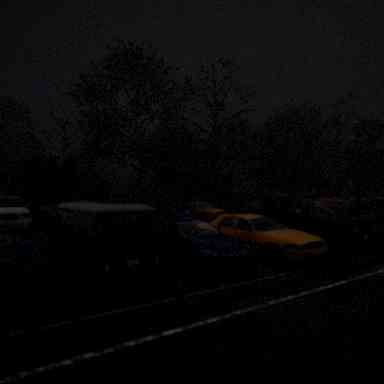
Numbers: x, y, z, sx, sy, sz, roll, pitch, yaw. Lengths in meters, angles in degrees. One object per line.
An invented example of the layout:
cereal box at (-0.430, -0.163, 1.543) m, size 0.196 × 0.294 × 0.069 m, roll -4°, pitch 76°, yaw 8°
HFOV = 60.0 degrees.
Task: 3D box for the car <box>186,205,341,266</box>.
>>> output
car at (2.203, 1.468, 11.946) m, size 1.946 × 1.575 × 5.366 m, roll 0°, pitch 0°, yaw -36°

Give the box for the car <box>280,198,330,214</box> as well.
car at (11.862, 1.442, 35.160) m, size 2.002 × 1.452 × 4.674 m, roll 0°, pitch 0°, yaw -36°

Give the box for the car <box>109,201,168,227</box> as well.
car at (-3.945, 1.466, 23.865) m, size 2.231 × 1.521 × 4.892 m, roll 0°, pitch 0°, yaw -36°

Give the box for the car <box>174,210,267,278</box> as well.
car at (-0.186, 1.520, 10.468) m, size 2.002 × 1.452 × 4.674 m, roll 0°, pitch 0°, yaw -36°

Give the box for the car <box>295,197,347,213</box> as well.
car at (14.121, 1.393, 36.775) m, size 2.097 × 1.535 × 5.008 m, roll 0°, pitch 0°, yaw -36°

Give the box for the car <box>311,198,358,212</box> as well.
car at (16.377, 1.425, 38.392) m, size 2.002 × 1.452 × 4.674 m, roll 0°, pitch 0°, yaw -36°

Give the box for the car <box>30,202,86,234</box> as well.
car at (-8.460, 1.483, 20.634) m, size 2.097 × 1.535 × 5.008 m, roll 0°, pitch 0°, yaw -36°

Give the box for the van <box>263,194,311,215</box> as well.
van at (9.534, 1.185, 33.643) m, size 1.878 × 1.987 × 4.442 m, roll 0°, pitch 0°, yaw -36°

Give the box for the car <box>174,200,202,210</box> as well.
car at (-1.701, 1.485, 25.498) m, size 2.163 × 1.488 × 4.792 m, roll 0°, pitch 0°, yaw -36°

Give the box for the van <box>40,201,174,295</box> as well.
van at (-2.533, 1.263, 8.930) m, size 1.878 × 1.987 × 4.442 m, roll 0°, pitch 0°, yaw -36°

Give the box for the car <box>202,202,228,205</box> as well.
car at (0.681, 1.444, 26.938) m, size 1.946 × 1.575 × 5.366 m, roll 0°, pitch 0°, yaw -36°

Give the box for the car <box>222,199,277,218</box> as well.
car at (5.106, 1.458, 30.296) m, size 2.163 × 1.488 × 4.792 m, roll 0°, pitch 0°, yaw -36°

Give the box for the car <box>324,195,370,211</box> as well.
car at (18.615, 1.251, 40.034) m, size 2.185 × 1.767 × 4.553 m, roll 0°, pitch 0°, yaw -36°

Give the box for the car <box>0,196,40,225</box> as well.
car at (-10.698, 1.241, 18.991) m, size 2.435 × 2.045 × 5.566 m, roll 0°, pitch 0°, yaw -36°

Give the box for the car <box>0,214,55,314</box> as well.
car at (-4.741, 1.498, 7.200) m, size 2.097 × 1.535 × 5.008 m, roll 0°, pitch 0°, yaw -36°

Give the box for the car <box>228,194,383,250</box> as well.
car at (4.392, 1.211, 13.704) m, size 2.435 × 2.045 × 5.566 m, roll 0°, pitch 0°, yaw -36°
